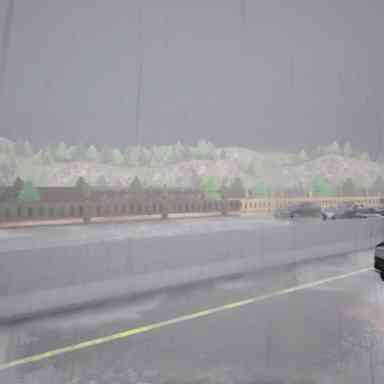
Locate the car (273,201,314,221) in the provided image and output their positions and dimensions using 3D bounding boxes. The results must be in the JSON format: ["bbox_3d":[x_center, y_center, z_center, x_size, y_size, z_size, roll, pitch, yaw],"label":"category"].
[{"bbox_3d":[8.775,1.507,27.445,4.892,1.490,1.837,0,0,-35],"label":"car"}]

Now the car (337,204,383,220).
[{"bbox_3d":[11.384,1.602,20.711,4.718,1.301,1.895,0,0,-35],"label":"car"}]

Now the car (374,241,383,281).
[{"bbox_3d":[6.478,1.492,8.368,4.902,1.511,2.128,0,0,-35],"label":"car"}]

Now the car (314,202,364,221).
[{"bbox_3d":[11.871,1.494,25.354,4.902,1.511,2.128,0,0,-35],"label":"car"}]
